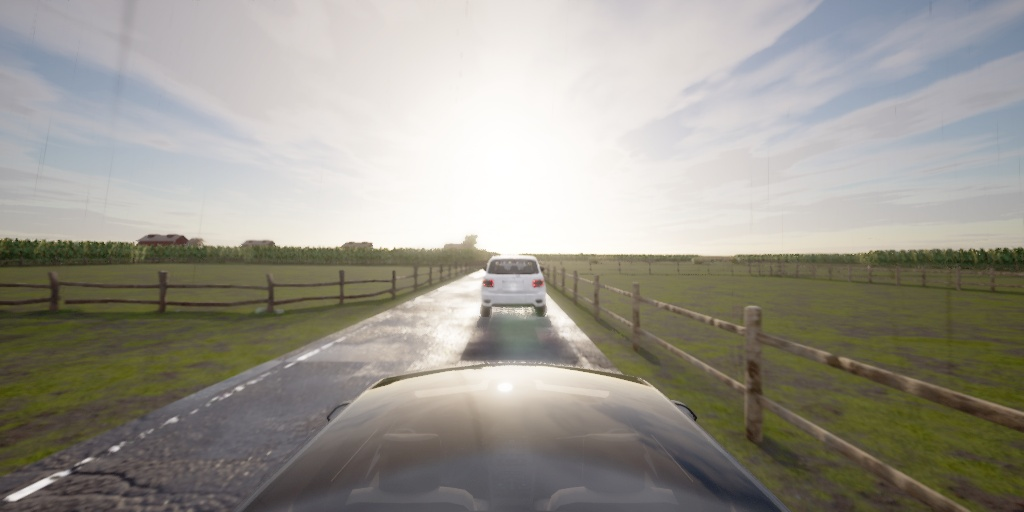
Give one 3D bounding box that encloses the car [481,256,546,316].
[{"bbox_3d":[0.061,1.005,13.671,2.150,2.045,5.566,0,0,0],"label":"car"}]
